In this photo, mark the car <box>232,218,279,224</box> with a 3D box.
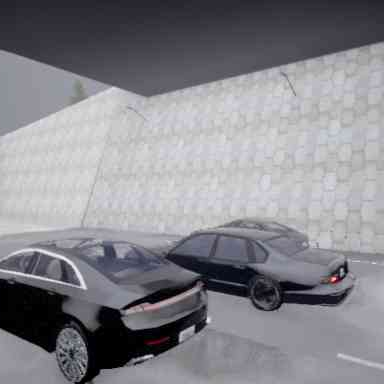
[{"bbox_3d":[1.793,1.587,11.316,4.181,1.385,1.994,0,0,36],"label":"car"}]

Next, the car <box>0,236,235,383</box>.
[{"bbox_3d":[-2.028,1.513,5.443,4.902,1.511,2.128,0,0,36],"label":"car"}]

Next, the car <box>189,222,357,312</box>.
[{"bbox_3d":[0.792,1.564,7.729,5.357,1.411,2.033,0,0,36],"label":"car"}]
